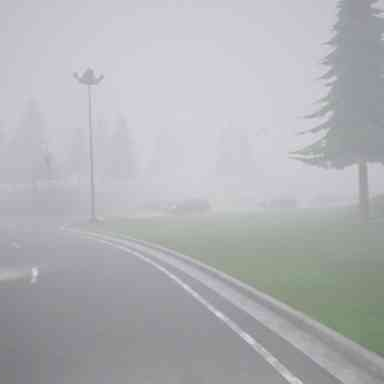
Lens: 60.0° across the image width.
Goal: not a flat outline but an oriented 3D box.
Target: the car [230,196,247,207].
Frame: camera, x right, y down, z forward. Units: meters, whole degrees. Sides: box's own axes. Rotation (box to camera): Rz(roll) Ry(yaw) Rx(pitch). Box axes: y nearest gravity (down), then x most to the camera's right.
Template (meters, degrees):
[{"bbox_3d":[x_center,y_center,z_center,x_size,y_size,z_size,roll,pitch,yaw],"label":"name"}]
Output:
[{"bbox_3d":[7.925,1.358,49.427,4.902,1.511,2.128,-2,0,-21],"label":"car"}]

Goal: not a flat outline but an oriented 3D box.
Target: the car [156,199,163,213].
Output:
[{"bbox_3d":[-0.967,1.684,38.444,5.357,1.411,2.033,-2,0,-21],"label":"car"}]

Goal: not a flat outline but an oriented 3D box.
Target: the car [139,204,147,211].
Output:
[{"bbox_3d":[-4.538,1.753,44.550,5.008,1.535,1.882,-2,0,-21],"label":"car"}]

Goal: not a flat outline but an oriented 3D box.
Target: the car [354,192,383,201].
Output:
[{"bbox_3d":[29.291,0.684,53.965,4.674,1.442,1.812,-2,0,-21],"label":"car"}]

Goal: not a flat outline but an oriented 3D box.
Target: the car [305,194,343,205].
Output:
[{"bbox_3d":[17.879,1.026,45.791,4.892,1.490,1.837,-1,0,-21],"label":"car"}]

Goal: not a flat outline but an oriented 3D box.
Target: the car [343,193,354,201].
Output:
[{"bbox_3d":[27.633,0.820,57.073,4.718,1.301,1.895,-2,0,-21],"label":"car"}]

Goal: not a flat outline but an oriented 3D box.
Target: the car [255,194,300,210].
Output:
[{"bbox_3d":[10.267,1.111,39.086,4.553,1.767,2.097,-2,0,-21],"label":"car"}]

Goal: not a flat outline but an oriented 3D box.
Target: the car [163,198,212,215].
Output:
[{"bbox_3d":[-0.293,1.458,34.950,4.553,1.767,2.097,-2,0,-21],"label":"car"}]

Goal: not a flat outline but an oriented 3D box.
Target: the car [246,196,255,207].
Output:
[{"bbox_3d":[10.568,1.371,46.713,4.718,1.301,1.895,-2,0,-21],"label":"car"}]

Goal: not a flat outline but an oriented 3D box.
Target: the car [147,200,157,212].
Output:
[{"bbox_3d":[-2.423,1.742,41.658,5.357,1.411,2.033,-2,0,-25],"label":"car"}]
